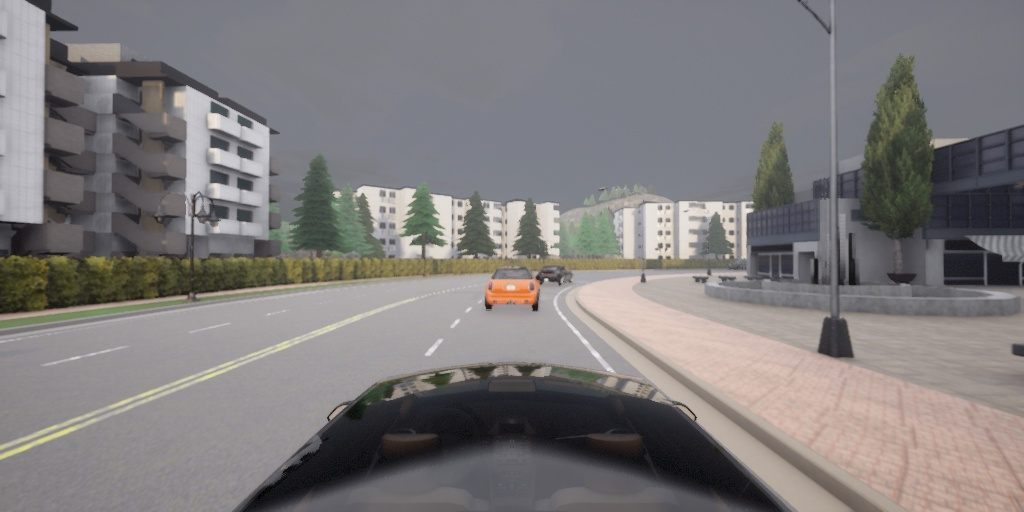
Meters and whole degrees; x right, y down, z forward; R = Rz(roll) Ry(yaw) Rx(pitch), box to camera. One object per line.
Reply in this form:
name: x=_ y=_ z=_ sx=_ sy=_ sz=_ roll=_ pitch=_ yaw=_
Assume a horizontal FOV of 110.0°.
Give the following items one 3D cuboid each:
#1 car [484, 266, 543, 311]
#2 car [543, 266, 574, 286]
car: x=0.150 y=1.227 z=15.499 sx=2.097 sy=1.767 sz=4.553 roll=0 pitch=-1 yaw=5
car: x=3.538 y=1.504 z=28.444 sx=1.837 sy=1.490 sz=4.892 roll=0 pitch=0 yaw=25
